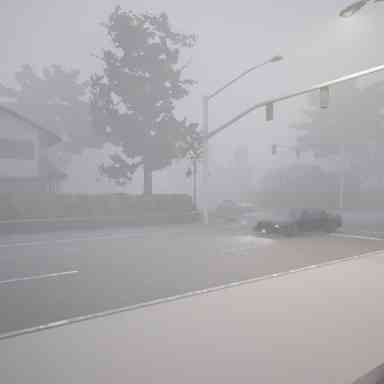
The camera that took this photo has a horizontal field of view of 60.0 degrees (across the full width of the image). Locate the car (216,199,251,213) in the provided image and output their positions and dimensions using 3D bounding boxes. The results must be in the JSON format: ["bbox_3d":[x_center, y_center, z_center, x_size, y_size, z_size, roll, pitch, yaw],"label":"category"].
[{"bbox_3d":[4.463,1.438,35.323,1.812,1.442,4.674,0,0,-36],"label":"car"}]

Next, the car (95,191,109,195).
[{"bbox_3d":[-20.436,0.855,75.241,2.150,2.045,5.566,0,0,-36],"label":"car"}]

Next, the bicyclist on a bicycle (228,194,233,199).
[{"bbox_3d":[5.885,1.176,51.080,1.656,1.620,0.582,0,0,-36],"label":"bicyclist on a bicycle"}]

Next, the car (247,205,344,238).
[{"bbox_3d":[5.731,1.505,17.519,5.357,1.411,2.033,0,0,-32],"label":"car"}]
